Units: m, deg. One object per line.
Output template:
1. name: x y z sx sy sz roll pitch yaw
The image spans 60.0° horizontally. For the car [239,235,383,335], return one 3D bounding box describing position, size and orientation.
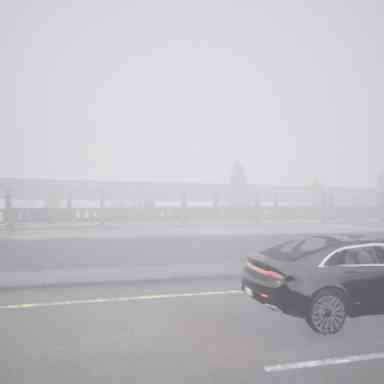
1. car: 3.387 1.627 6.646 4.902 1.511 2.128 1 -1 -13
